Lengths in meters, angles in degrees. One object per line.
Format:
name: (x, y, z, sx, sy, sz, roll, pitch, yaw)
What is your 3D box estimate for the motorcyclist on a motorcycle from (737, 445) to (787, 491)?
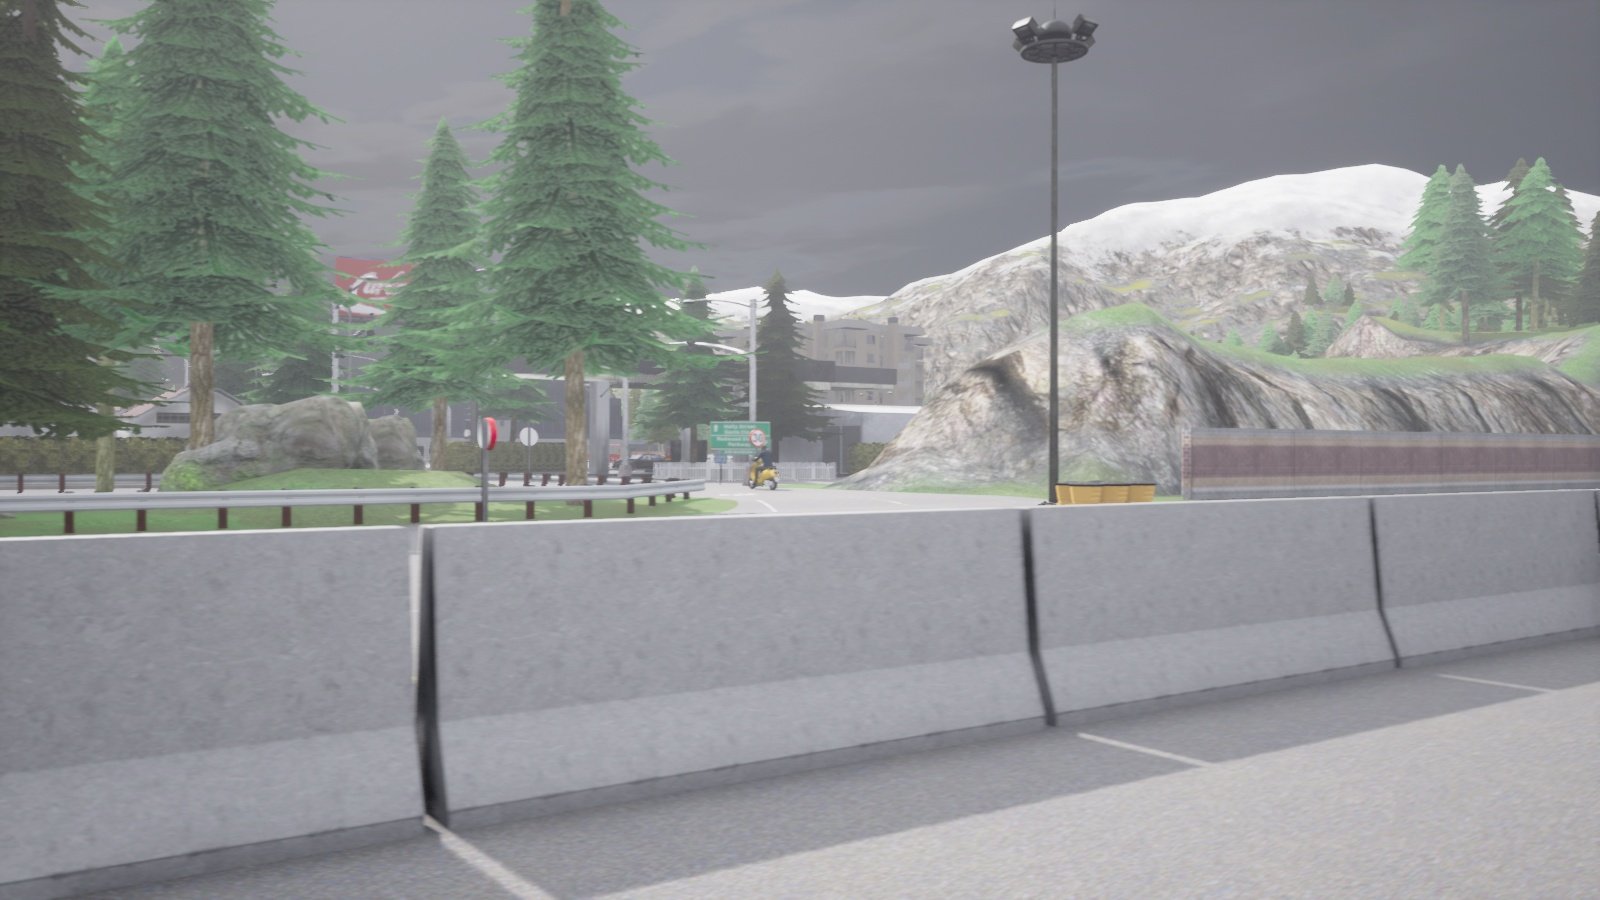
motorcyclist on a motorcycle: (-1.344, 0.613, 44.026, 0.866, 1.590, 1.817, 0, 0, -36)
